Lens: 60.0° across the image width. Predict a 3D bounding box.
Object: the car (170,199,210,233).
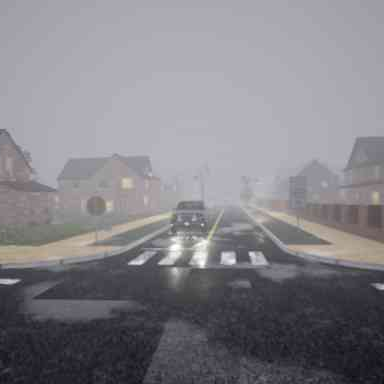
[{"bbox_3d":[-0.012,1.531,22.161,2.150,2.045,5.566,-1,-1,6],"label":"car"}]
